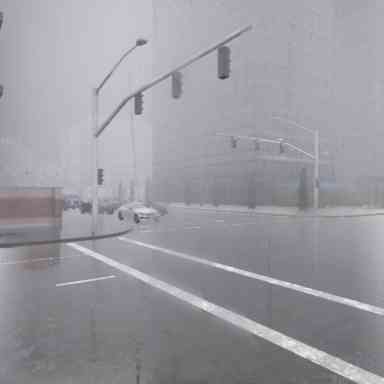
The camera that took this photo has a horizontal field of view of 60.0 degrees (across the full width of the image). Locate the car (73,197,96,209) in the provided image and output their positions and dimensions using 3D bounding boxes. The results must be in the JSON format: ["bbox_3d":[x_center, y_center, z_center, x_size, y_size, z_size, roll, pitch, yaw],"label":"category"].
[{"bbox_3d":[-15.370,1.526,47.479,1.812,1.442,4.674,0,0,-35],"label":"car"}]

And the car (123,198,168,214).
[{"bbox_3d":[-4.360,1.547,32.085,2.033,1.411,5.357,0,0,-36],"label":"car"}]

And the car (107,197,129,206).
[{"bbox_3d":[-12.460,1.601,55.753,1.895,1.301,4.718,0,0,-36],"label":"car"}]

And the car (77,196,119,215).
[{"bbox_3d":[-9.476,1.352,33.222,2.097,1.767,4.553,0,0,-36],"label":"car"}]

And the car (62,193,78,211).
[{"bbox_3d":[-15.071,1.218,41.031,2.150,2.045,5.566,0,0,-36],"label":"car"}]

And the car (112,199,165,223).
[{"bbox_3d":[-4.250,1.526,25.923,1.812,1.442,4.674,0,0,-36],"label":"car"}]
